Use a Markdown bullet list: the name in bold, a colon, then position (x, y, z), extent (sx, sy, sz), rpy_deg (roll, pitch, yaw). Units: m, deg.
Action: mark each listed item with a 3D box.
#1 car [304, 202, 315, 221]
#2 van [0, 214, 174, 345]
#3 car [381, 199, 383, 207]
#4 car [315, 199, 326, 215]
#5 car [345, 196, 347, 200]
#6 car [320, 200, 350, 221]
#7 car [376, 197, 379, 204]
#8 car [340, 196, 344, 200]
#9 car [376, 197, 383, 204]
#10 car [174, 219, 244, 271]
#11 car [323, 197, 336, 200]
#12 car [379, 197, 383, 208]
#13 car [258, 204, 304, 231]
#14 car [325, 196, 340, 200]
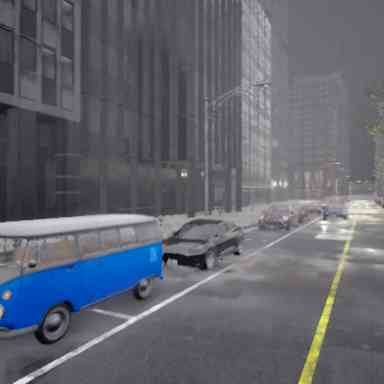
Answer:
- **car**: position (8.218, 1.681, 26.327), extent (1.887, 1.381, 4.507), rpy_deg (0, 0, 27)
- **van**: position (-2.135, 1.370, 6.289), extent (1.690, 1.788, 3.998), rpy_deg (0, 0, 27)
- **car**: position (33.906, 1.905, 57.473), extent (1.887, 1.381, 4.507), rpy_deg (0, -1, 27)
- **car**: position (13.395, 1.776, 36.347), extent (1.802, 1.307, 4.206), rpy_deg (0, 0, 27)
- **car**: position (31.513, 1.774, 71.414), extent (2.192, 1.841, 5.009), rpy_deg (0, -1, 27)
- **car**: position (12.604, 1.679, 29.007), extent (1.812, 1.442, 4.674), rpy_deg (0, 0, 27)
- **car**: position (39.084, 2.008, 67.493), extent (1.947, 1.339, 4.313), rpy_deg (0, -1, 27)
- **car**: position (26.336, 1.692, 61.396), extent (2.192, 1.841, 5.009), rpy_deg (0, -1, 27)
- **car**: position (46.850, 2.013, 82.525), extent (1.967, 1.590, 4.097), rpy_deg (0, -1, 27)
- **car**: position (0.452, 1.618, 11.298), extent (1.947, 1.339, 4.313), rpy_deg (0, 0, 27)
- **car**: position (18.493, 1.782, 46.215), extent (1.752, 1.417, 4.829), rpy_deg (0, 0, 27)
- **car**: position (31.318, 1.635, 52.465), extent (2.192, 1.841, 5.009), rpy_deg (0, -1, 27)
- **car**: position (5.629, 1.547, 21.318), extent (1.967, 1.590, 4.097), rpy_deg (0, 0, 27)
- **car**: position (21.159, 1.611, 51.376), extent (2.192, 1.841, 5.009), rpy_deg (0, -1, 27)
